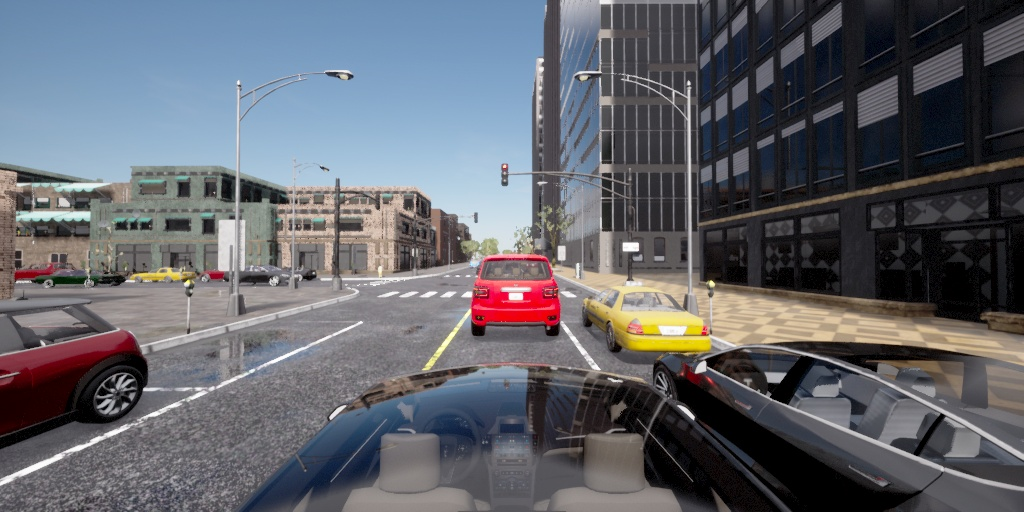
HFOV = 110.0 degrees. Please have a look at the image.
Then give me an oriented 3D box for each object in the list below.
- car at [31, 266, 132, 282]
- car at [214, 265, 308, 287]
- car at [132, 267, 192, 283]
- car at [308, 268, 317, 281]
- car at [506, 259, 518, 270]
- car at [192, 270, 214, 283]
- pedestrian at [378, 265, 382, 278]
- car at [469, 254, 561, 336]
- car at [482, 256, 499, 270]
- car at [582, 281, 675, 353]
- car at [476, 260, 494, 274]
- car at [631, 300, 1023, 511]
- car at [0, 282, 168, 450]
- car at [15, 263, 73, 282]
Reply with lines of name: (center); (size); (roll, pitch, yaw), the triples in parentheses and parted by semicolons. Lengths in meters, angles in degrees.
car: (-30.884, 1.614, 25.825); (4.718, 1.301, 1.895); (-1, -1, 1)
car: (-17.885, 1.381, 25.703); (4.902, 1.511, 2.128); (-1, -1, 2)
car: (-30.738, 1.627, 31.606); (4.829, 1.417, 1.751); (0, 0, 1)
car: (-19.473, 1.561, 31.485); (4.313, 1.339, 1.948); (0, 0, 1)
car: (-0.006, 1.273, 54.567); (1.837, 1.490, 4.892); (0, 0, 0)
car: (-25.020, 1.488, 31.545); (4.097, 1.591, 1.967); (0, 0, 1)
pedestrian: (-12.611, 1.398, 34.365); (0.375, 1.300, 0.375); (0, 0, 1)
car: (0.082, 0.975, 10.503); (2.150, 2.045, 5.566); (0, 0, 0)
car: (-3.186, 0.988, 54.035); (2.150, 2.045, 5.566); (0, 0, 1)
car: (2.814, 1.277, 8.628); (1.751, 1.417, 4.829); (0, 0, 0)
car: (-3.176, 1.269, 43.559); (1.837, 1.490, 4.892); (0, 0, 0)
car: (2.656, 1.316, 2.815); (1.948, 1.339, 4.313); (0, 0, 0)
car: (-5.692, 1.190, 2.852); (1.967, 1.591, 4.097); (0, 0, 0)
car: (-41.664, 1.522, 31.723); (5.009, 1.841, 2.192); (0, 0, 1)
